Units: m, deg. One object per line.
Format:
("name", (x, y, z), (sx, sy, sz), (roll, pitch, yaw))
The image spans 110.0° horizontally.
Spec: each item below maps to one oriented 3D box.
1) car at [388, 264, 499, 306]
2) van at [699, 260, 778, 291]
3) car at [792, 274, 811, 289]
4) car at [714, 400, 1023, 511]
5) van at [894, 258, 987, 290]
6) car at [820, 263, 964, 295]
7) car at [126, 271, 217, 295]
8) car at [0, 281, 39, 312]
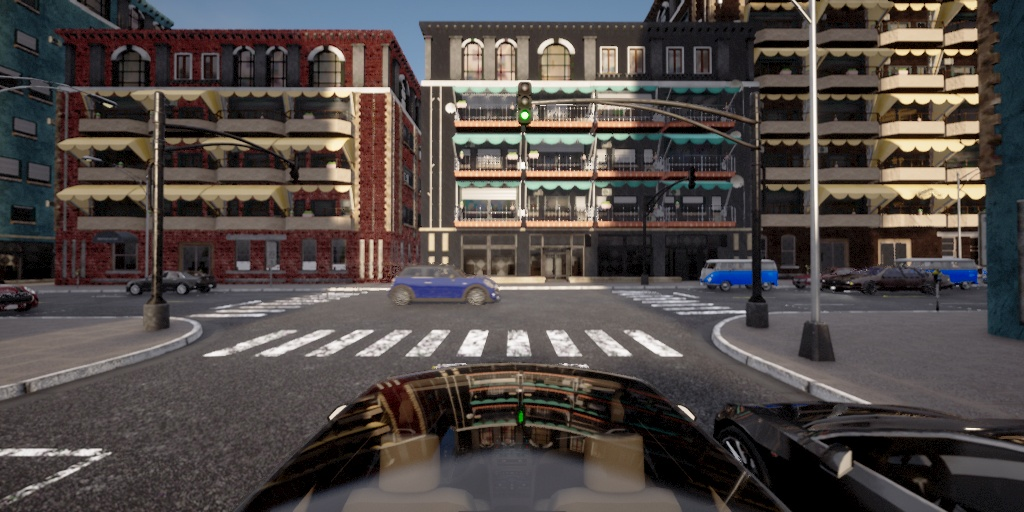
("car", (-2.838, 1.152, 15.435), (4.553, 1.767, 2.097), (0, -1, 0))
("van", (13.103, 1.093, 20.814), (3.998, 1.789, 1.690), (0, 0, 0))
("car", (18.744, 1.299, 20.840), (4.207, 1.307, 1.802), (0, 0, 0))
("car", (2.567, 1.314, 1.251), (1.948, 1.339, 4.313), (0, 0, 0))
("van", (24.384, 1.024, 20.866), (3.998, 1.789, 1.690), (0, 0, 0))
("car", (19.111, 1.229, 18.388), (5.357, 1.411, 2.033), (0, -1, 0))
("car", (-19.682, 1.512, 20.793), (4.403, 1.370, 2.007), (0, 0, 0))
("car", (-19.645, 1.291, 12.654), (4.097, 1.591, 1.967), (0, 0, 0))
